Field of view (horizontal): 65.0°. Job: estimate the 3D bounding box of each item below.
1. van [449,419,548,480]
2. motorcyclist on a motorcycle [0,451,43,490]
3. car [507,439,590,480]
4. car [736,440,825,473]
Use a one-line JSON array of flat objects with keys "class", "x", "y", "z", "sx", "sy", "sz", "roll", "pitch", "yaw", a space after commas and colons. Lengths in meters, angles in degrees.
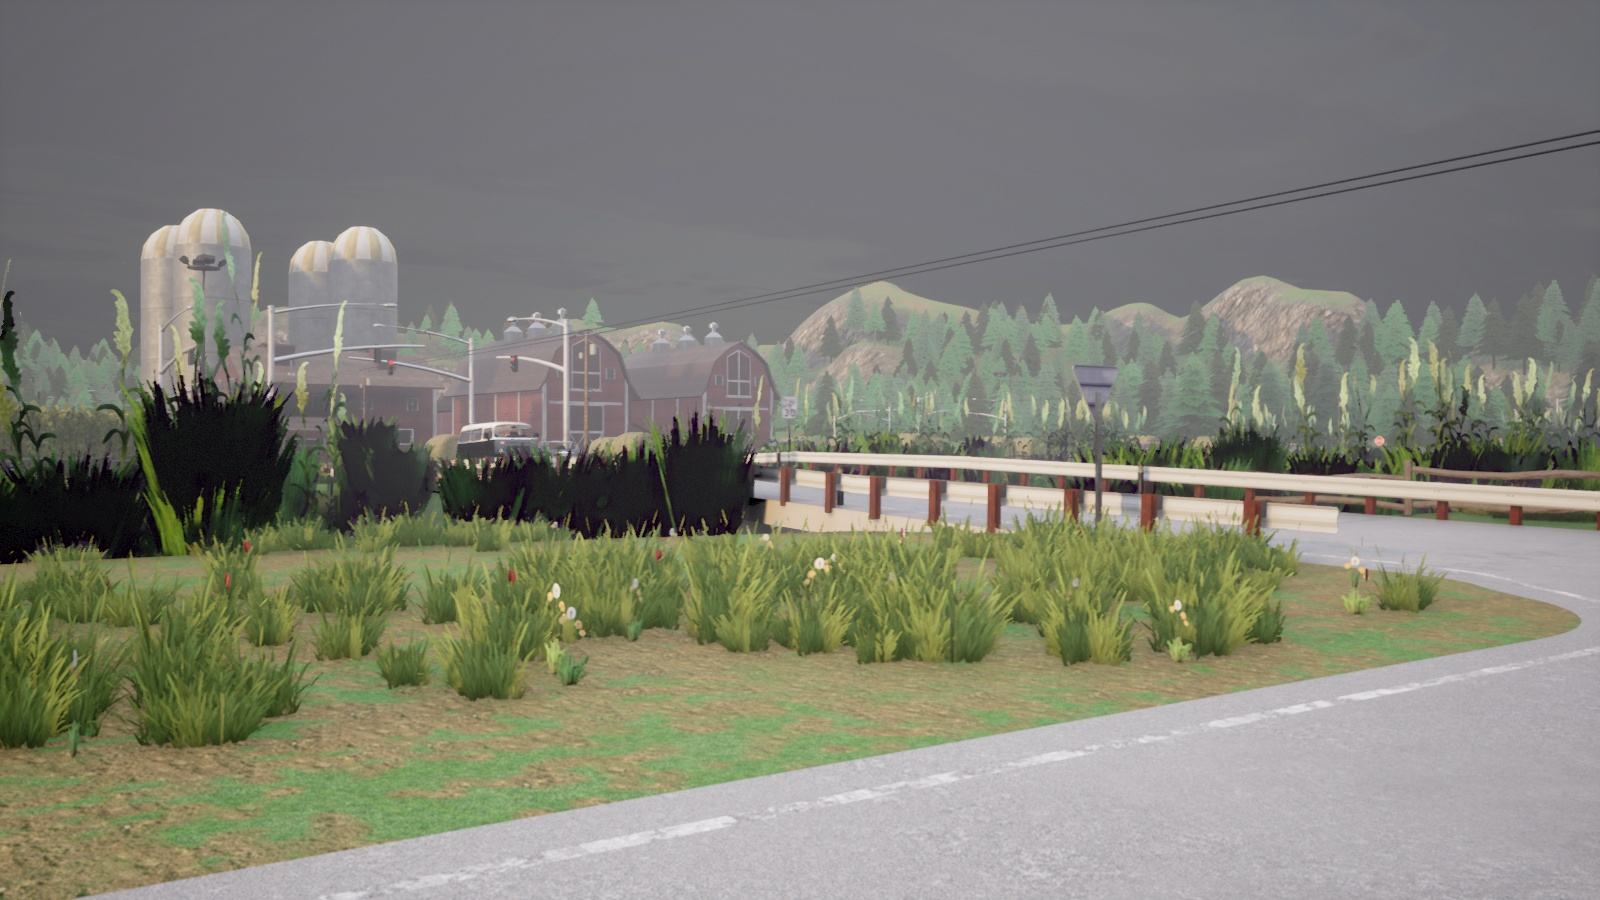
[{"class": "van", "x": -11.280, "y": 0.022, "z": 46.798, "sx": 2.069, "sy": 2.038, "sz": 4.480, "roll": 0, "pitch": -2, "yaw": -35}, {"class": "motorcyclist on a motorcycle", "x": -34.406, "y": 0.889, "z": 54.727, "sx": 2.350, "sy": 1.649, "sz": 0.766, "roll": 0, "pitch": 0, "yaw": -41}, {"class": "car", "x": -10.351, "y": 0.406, "z": 51.582, "sx": 1.970, "sy": 1.475, "sz": 3.806, "roll": 0, "pitch": -3, "yaw": -35}, {"class": "car", "x": -1.213, "y": 0.410, "z": 80.768, "sx": 5.566, "sy": 2.045, "sz": 2.150, "roll": 0, "pitch": 0, "yaw": -38}]
